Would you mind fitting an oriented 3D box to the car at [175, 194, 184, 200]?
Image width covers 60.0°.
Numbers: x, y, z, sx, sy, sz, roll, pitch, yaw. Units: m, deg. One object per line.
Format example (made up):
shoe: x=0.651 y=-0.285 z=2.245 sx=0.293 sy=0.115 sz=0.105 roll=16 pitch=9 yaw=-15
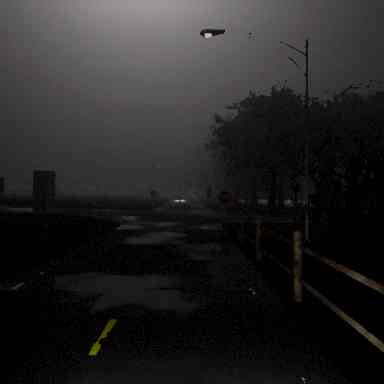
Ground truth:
car: x=-2.750 y=1.171 z=76.676 sx=1.994 sy=1.385 sz=4.181 roll=0 pitch=0 yaw=0
